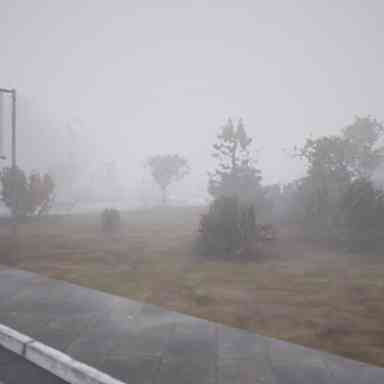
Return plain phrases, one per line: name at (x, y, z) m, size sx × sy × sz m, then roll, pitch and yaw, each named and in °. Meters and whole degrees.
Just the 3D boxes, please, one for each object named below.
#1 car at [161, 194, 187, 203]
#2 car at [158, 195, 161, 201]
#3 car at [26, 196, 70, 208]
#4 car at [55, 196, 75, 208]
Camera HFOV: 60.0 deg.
car at (-2.842, 1.096, 59.233) m, size 1.812 × 1.442 × 4.674 m, roll 0°, pitch 1°, yaw 38°
car at (-5.108, 1.084, 62.006) m, size 2.033 × 1.411 × 5.357 m, roll 0°, pitch 1°, yaw 37°
car at (-19.142, 1.289, 44.433) m, size 2.128 × 1.511 × 4.902 m, roll 0°, pitch 0°, yaw 39°
car at (-16.901, 1.342, 41.635) m, size 1.812 × 1.442 × 4.674 m, roll 0°, pitch 0°, yaw 39°
